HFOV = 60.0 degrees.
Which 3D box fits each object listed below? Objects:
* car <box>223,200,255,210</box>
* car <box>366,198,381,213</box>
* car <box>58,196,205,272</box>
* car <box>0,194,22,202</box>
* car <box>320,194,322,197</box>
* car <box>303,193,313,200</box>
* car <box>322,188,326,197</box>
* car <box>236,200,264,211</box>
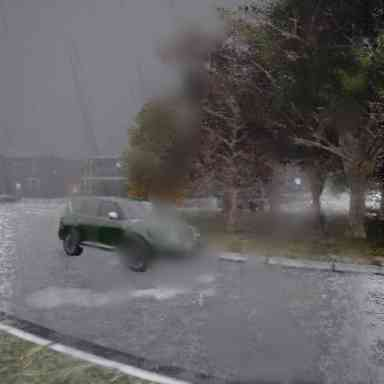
[{"bbox_3d":[6.823,1.934,48.665,4.181,1.385,1.994,1,0,-8],"label":"car"},{"bbox_3d":[26.478,1.850,47.500,2.150,2.045,5.566,1,1,17],"label":"car"},{"bbox_3d":[-2.214,1.160,10.978,5.566,2.045,2.150,1,-1,39],"label":"car"},{"bbox_3d":[-31.071,1.093,56.000,2.163,1.488,4.792,1,0,20],"label":"car"},{"bbox_3d":[29.949,0.758,81.837,1.946,1.575,5.366,1,3,31],"label":"car"},{"bbox_3d":[27.070,1.008,77.130,1.946,1.575,5.366,1,3,32],"label":"car"},{"bbox_3d":[32.820,0.510,86.551,1.946,1.575,5.366,1,3,31],"label":"car"},{"bbox_3d":[7.300,1.857,45.451,4.892,1.490,1.837,1,0,-8],"label":"car"}]
